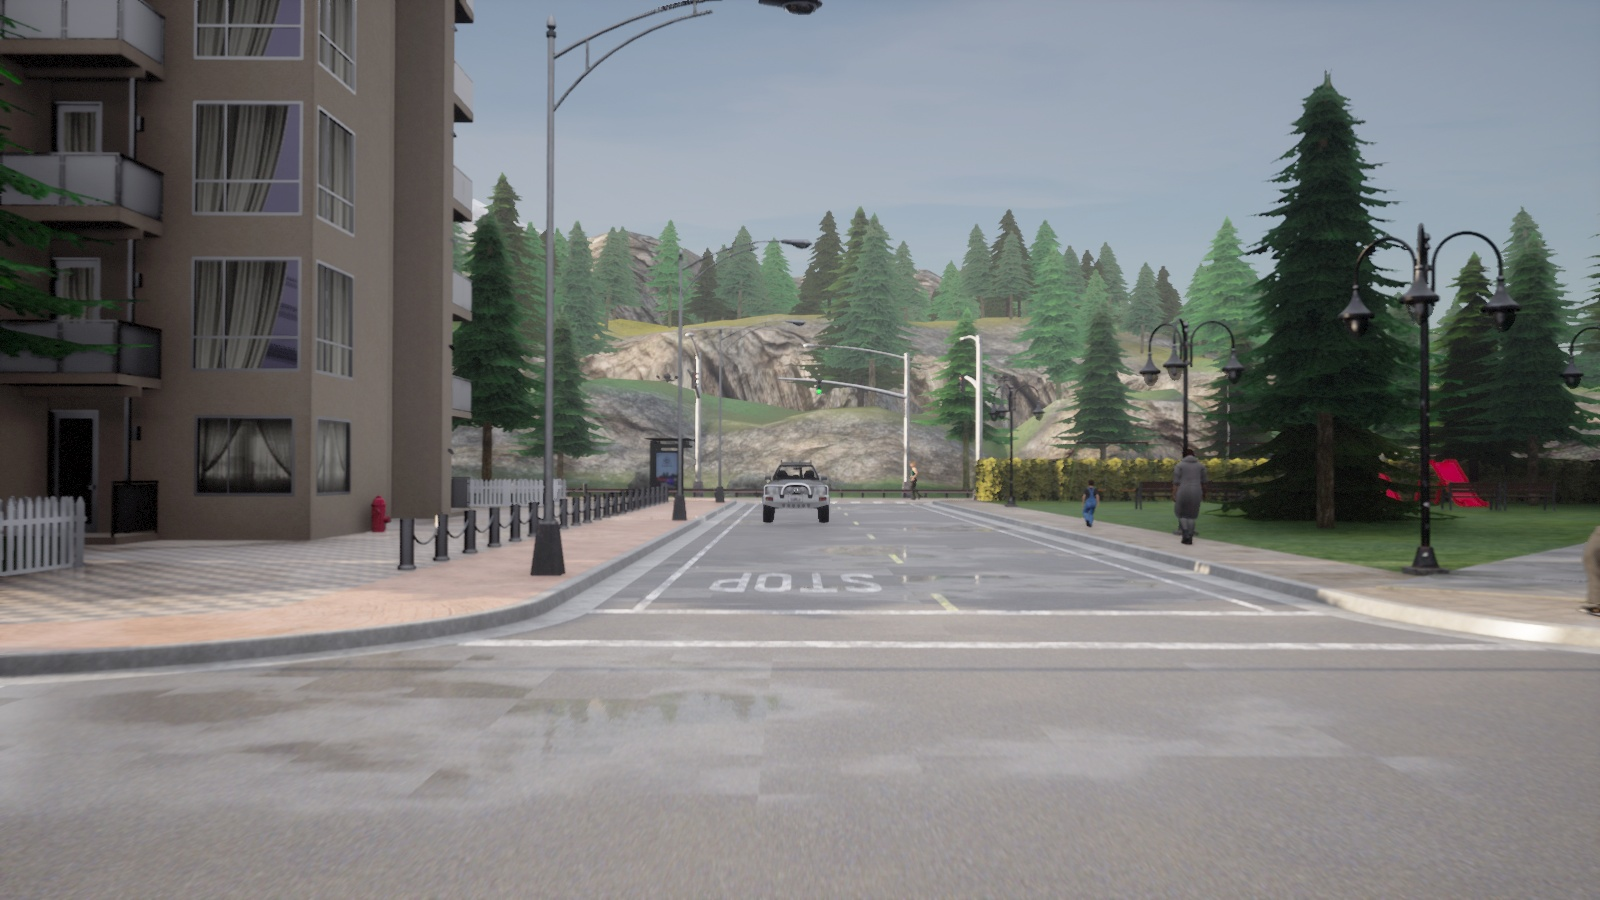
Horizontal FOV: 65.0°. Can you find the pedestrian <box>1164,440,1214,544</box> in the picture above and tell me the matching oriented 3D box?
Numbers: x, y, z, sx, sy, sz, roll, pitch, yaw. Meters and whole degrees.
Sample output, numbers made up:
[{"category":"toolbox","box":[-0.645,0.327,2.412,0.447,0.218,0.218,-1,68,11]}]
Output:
[{"category":"pedestrian","box":[7.422,0.797,24.001,0.659,1.952,0.873,0,-1,-1]}]

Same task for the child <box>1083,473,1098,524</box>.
[{"category":"child","box":[7.244,1.200,31.323,0.270,1.263,0.437,0,-1,2]}]

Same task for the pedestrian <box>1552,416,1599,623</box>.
[{"category":"pedestrian","box":[7.474,0.619,11.413,0.899,1.844,0.634,0,-1,9]}]

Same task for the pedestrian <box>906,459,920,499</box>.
[{"category":"pedestrian","box":[5.301,1.357,58.796,0.594,1.836,0.345,0,-1,0]}]

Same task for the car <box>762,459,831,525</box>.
[{"category":"car","box":[-0.106,1.213,37.721,1.932,1.855,4.605,0,-1,0]}]
